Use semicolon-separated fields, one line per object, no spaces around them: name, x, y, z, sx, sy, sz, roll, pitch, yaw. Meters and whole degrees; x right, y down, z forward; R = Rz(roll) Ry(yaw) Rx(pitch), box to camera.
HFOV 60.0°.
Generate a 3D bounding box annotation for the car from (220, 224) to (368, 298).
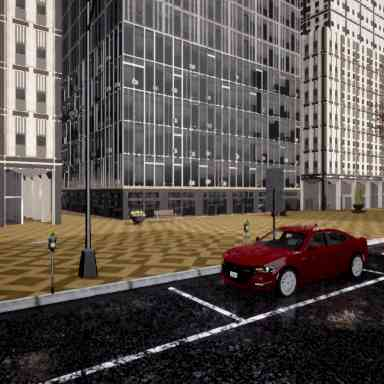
car;2.730;1.545;8.516;4.507;1.381;1.887;0;0;-36
